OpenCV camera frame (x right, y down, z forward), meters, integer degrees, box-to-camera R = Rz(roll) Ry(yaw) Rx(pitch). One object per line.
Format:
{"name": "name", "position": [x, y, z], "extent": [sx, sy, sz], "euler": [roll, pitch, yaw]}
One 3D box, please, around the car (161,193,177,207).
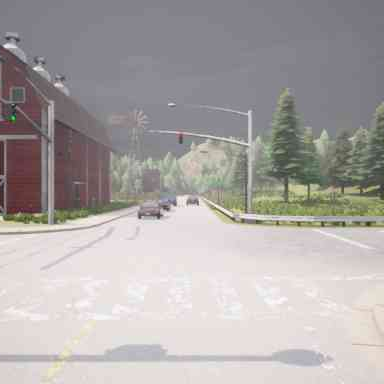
{"name": "car", "position": [-3.494, 1.219, 51.910], "extent": [2.150, 2.045, 5.566], "euler": [0, 0, 0]}

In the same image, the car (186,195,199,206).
{"name": "car", "position": [0.105, 1.352, 55.591], "extent": [2.097, 1.767, 4.553], "euler": [0, 0, 0]}

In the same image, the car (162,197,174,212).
{"name": "car", "position": [-3.526, 1.601, 39.292], "extent": [1.895, 1.301, 4.718], "euler": [0, 0, 0]}

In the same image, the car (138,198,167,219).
{"name": "car", "position": [-3.545, 1.526, 29.186], "extent": [1.812, 1.442, 4.674], "euler": [0, 0, 0]}
